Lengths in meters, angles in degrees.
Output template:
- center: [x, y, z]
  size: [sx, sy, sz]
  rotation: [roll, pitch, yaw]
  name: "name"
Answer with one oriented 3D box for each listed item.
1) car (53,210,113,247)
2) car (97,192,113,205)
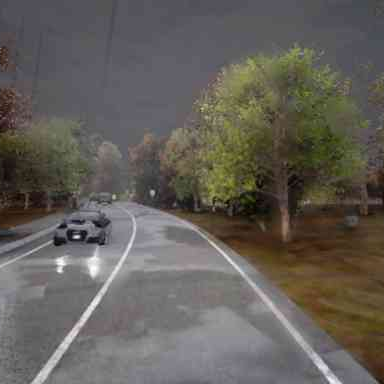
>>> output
- center: [-4.649, 1.515, 14.697]
  size: [1.994, 1.385, 4.181]
  rotation: [0, 0, -7]
  name: "car"
- center: [-14.350, 0.965, 54.770]
  size: [2.150, 2.045, 5.566]
  rotation: [1, 0, -16]
  name: "car"
